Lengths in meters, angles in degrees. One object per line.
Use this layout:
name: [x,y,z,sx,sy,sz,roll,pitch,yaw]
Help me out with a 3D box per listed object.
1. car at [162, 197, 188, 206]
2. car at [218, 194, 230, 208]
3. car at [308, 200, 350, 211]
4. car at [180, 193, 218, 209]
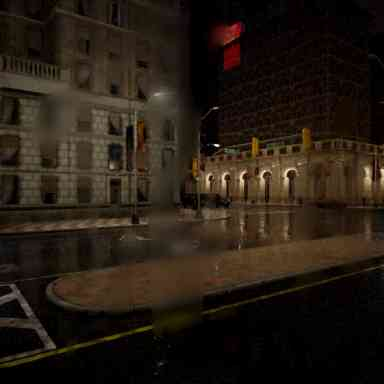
car: [-2.939,1.547,57.003,2.033,1.411,5.357,0,0,-34]
car: [3.086,1.221,48.487,2.150,2.045,5.566,0,0,-36]
car: [17.084,1.601,41.813,4.718,1.301,1.895,0,0,40]
car: [0.597,1.221,45.948,2.150,2.045,5.566,0,0,-35]
